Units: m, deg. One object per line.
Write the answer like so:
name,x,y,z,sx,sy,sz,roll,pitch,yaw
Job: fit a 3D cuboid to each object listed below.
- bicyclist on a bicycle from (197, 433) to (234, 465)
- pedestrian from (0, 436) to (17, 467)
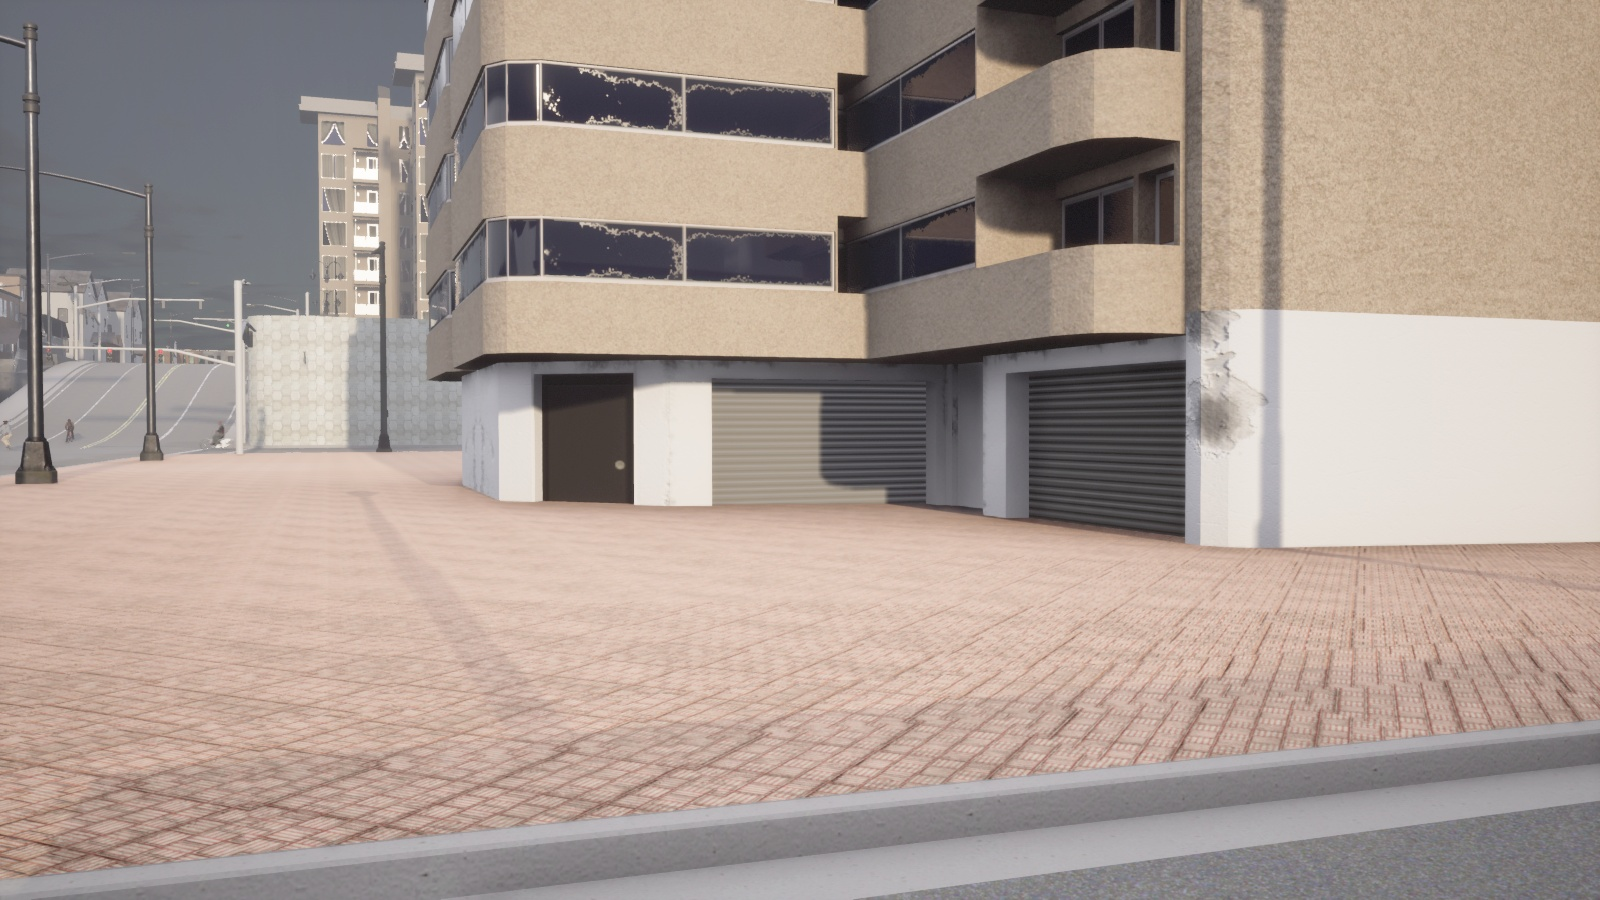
bicyclist on a bicycle,-33.900,-0.085,72.830,1.843,1.776,0.659,-2,2,-28
pedestrian,-48.283,0.091,76.476,0.900,1.855,0.874,-2,1,-24
